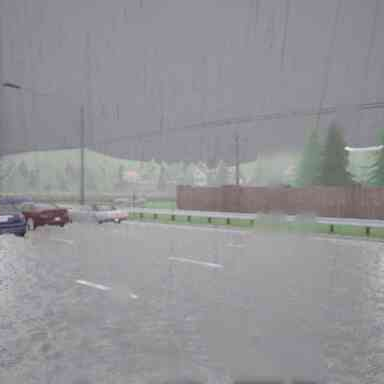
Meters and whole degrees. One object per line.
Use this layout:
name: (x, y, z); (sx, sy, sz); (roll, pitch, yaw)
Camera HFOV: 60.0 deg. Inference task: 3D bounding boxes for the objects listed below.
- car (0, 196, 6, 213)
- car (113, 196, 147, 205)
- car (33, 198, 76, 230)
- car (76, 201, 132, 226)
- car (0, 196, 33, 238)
car: (-20.093, 1.181, 31.835); (4.902, 1.511, 2.128); (0, 0, 36)
car: (-9.031, 1.247, 47.802); (4.718, 1.301, 1.895); (0, 0, -27)
car: (-9.317, 1.304, 19.584); (5.008, 1.535, 1.882); (1, 0, 36)
car: (-6.425, 1.428, 21.803); (4.718, 1.301, 1.895); (1, 0, 36)
car: (-9.770, 1.202, 15.574); (4.553, 1.767, 2.097); (1, 0, 36)
